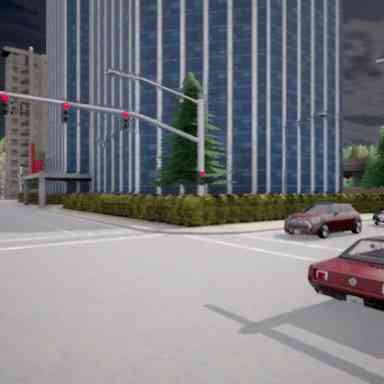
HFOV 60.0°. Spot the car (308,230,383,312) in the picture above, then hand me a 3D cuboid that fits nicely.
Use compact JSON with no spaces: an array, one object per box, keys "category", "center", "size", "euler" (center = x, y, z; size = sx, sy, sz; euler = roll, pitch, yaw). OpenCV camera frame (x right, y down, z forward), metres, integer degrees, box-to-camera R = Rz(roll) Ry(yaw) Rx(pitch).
[{"category":"car","center":[4.640,1.599,7.057],"size":[4.718,1.301,1.895],"euler":[0,0,-36]}]

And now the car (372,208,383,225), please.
[{"category":"car","center":[14.243,1.487,22.739],"size":[4.902,1.511,2.128],"euler":[0,0,-36]}]

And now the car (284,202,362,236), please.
[{"category":"car","center":[6.943,1.349,17.543],"size":[4.553,1.767,2.097],"euler":[0,0,-35]}]
